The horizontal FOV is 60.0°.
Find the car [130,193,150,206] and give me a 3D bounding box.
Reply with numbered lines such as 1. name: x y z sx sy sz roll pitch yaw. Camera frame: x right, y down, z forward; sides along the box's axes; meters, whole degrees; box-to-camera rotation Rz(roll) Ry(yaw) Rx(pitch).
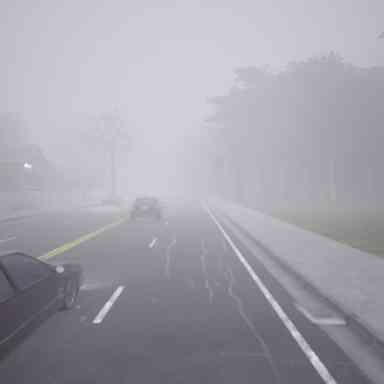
1. car: -6.586 0.955 42.728 1.812 1.442 4.674 0 1 0

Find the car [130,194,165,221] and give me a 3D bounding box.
1. car: -3.155 1.069 24.297 2.097 1.767 4.553 0 1 0

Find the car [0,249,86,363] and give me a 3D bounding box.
1. car: -3.151 1.523 4.573 2.033 1.411 5.357 0 0 0

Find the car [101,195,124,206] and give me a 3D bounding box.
1. car: -9.840 1.050 41.515 1.895 1.301 4.718 0 1 0
